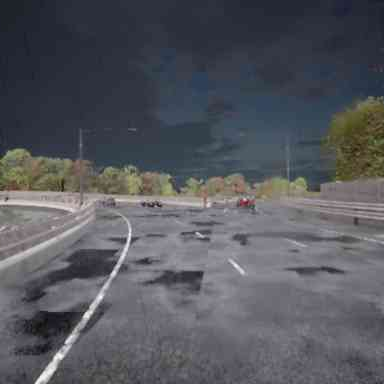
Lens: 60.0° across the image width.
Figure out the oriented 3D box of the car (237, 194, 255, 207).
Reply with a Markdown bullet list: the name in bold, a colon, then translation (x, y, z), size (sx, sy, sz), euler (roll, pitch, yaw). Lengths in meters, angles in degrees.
- **car**: translation (7.522, 1.081, 46.016), size (2.097, 1.767, 4.553), euler (0, 0, 15)

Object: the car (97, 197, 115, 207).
- **car**: translation (-13.097, 1.429, 50.794), size (2.128, 1.511, 4.902), euler (-1, 0, -28)

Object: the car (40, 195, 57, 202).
- **car**: translation (-33.461, 1.579, 77.136), size (4.674, 1.442, 1.812), euler (0, 0, 43)

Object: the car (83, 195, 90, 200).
- **car**: translation (-26.496, 1.516, 80.111), size (4.181, 1.385, 1.994), euler (0, 0, 43)

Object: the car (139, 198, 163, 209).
- **car**: translation (-5.404, 1.485, 43.105), size (1.895, 1.301, 4.718), euler (-1, 0, -24)

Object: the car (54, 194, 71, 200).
- **car**: translation (-33.811, 1.376, 86.797), size (4.674, 1.442, 1.812), euler (0, 0, 38)

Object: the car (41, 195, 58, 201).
- **car**: translation (-36.072, 1.440, 84.125), size (4.181, 1.385, 1.994), euler (0, 0, 38)

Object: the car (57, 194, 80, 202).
- **car**: translation (-28.660, 1.353, 77.329), size (4.553, 1.767, 2.097), euler (0, 0, 43)
